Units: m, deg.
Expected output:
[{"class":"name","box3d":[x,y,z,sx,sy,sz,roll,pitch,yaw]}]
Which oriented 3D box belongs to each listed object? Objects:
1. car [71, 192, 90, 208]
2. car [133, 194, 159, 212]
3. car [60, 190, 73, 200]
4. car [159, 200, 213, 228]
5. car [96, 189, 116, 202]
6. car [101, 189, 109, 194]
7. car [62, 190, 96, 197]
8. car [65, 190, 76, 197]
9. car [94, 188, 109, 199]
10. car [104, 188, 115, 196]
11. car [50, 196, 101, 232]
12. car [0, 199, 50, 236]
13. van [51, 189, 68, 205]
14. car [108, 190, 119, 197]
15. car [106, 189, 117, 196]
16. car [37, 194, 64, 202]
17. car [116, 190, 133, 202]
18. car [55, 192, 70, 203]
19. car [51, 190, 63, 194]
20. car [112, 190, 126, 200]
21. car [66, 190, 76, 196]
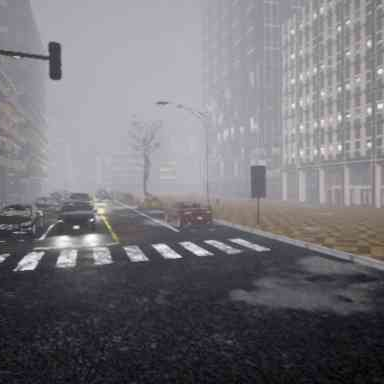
[{"class":"car","box3d":[-12.423,0.791,37.317,1.882,1.535,5.008,-1,1,-18]},{"class":"car","box3d":[-3.752,0.902,29.236,1.752,1.417,4.829,-1,1,-18]},{"class":"car","box3d":[-21.880,0.423,58.083,1.967,1.590,4.097,-1,1,-18]},{"class":"car","box3d":[-0.298,1.116,18.547,1.887,1.381,4.507,-1,1,-18]},{"class":"car","box3d":[-12.302,0.692,47.271,1.895,1.301,4.718,-1,1,-18]},{"class":"car","box3d":[-24.162,-0.198,92.403,1.752,1.417,4.829,-1,1,-18]},{"class":"car","box3d":[-9.314,0.839,27.621,2.097,1.767,4.553,-1,1,-18]},{"class":"car","box3d":[-26.981,0.262,73.876,2.008,1.369,4.403,-1,1,-18]},{"class":"car","box3d":[-15.493,0.276,56.814,2.097,1.767,4.553,-1,1,-18]},{"class":"car","box3d":[-19.009,-0.013,76.447,1.967,1.590,4.097,-1,1,-18]},{"class":"car","box3d":[-6.205,1.209,18.002,2.033,1.411,5.357,-1,1,-18]},{"class":"car","box3d":[-8.271,1.286,15.974,2.008,1.369,4.403,-1,1,-18]},{"class":"van","box3d":[-16.779,0.603,42.289,1.690,1.788,3.998,-1,1,-18]},{"class":"car","box3d":[-15.606,0.272,65.922,1.887,1.381,4.507,-1,1,-18]},{"class":"car","box3d":[-17.306,0.187,71.186,2.008,1.369,4.403,-1,1,-18]},{"class":"car","box3d":[-11.673,1.095,26.502,2.008,1.369,4.403,-1,1,-18]},{"class":"car","box3d":[-8.801,0.680,44.867,1.802,1.307,4.206,-1,1,-18]},{"class":"car","box3d":[-18.476,0.750,47.557,1.802,1.307,4.206,-1,1,-18]},{"class":"car","box3d":[-15.076,0.796,37.027,1.967,1.590,4.097,-1,1,-18]},{"class":"car","box3d":[-12.257,0.433,55.555,1.752,1.417,4.829,-1,1,-18]},{"class":"car","box3d":[-28.682,0.173,79.140,2.008,1.369,4.403,-1,1,-18]}]
